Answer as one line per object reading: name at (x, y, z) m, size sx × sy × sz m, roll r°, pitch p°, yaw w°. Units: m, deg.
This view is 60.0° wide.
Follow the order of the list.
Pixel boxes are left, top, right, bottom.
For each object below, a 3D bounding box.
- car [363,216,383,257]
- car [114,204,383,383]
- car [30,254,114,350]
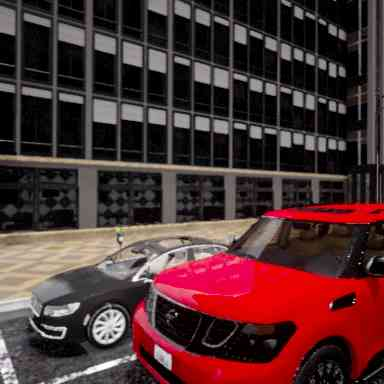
car at (8.463, 1.599, 12.591) m, size 4.206 × 1.307 × 1.802 m, roll 0°, pitch 0°, yaw -35°
car at (1.971, 1.227, 4.784) m, size 5.566 × 2.045 × 2.150 m, roll 0°, pitch 0°, yaw -36°
car at (-0.557, 1.554, 6.157) m, size 4.403 × 1.369 × 2.008 m, roll 0°, pitch 0°, yaw -35°
